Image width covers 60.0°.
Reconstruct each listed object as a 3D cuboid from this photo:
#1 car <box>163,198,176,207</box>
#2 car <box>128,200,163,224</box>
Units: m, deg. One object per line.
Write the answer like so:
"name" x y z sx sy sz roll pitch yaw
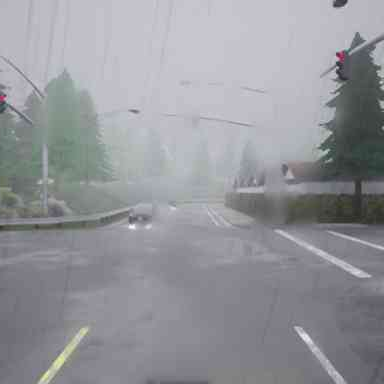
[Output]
"car" -3.476 1.569 49.616 1.895 1.301 4.718 0 0 2
"car" -3.488 1.517 24.814 1.812 1.442 4.674 0 0 0
